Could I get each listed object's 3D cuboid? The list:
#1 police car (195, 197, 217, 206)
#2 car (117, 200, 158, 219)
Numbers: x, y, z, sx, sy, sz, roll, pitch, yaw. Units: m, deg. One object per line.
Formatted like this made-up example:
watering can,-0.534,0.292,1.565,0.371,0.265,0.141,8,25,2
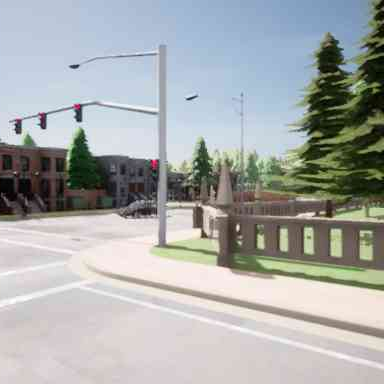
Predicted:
police car,2.278,1.542,45.098,2.038,1.542,4.974,0,0,35
car,-4.467,1.537,29.744,1.837,1.490,4.892,0,0,36
